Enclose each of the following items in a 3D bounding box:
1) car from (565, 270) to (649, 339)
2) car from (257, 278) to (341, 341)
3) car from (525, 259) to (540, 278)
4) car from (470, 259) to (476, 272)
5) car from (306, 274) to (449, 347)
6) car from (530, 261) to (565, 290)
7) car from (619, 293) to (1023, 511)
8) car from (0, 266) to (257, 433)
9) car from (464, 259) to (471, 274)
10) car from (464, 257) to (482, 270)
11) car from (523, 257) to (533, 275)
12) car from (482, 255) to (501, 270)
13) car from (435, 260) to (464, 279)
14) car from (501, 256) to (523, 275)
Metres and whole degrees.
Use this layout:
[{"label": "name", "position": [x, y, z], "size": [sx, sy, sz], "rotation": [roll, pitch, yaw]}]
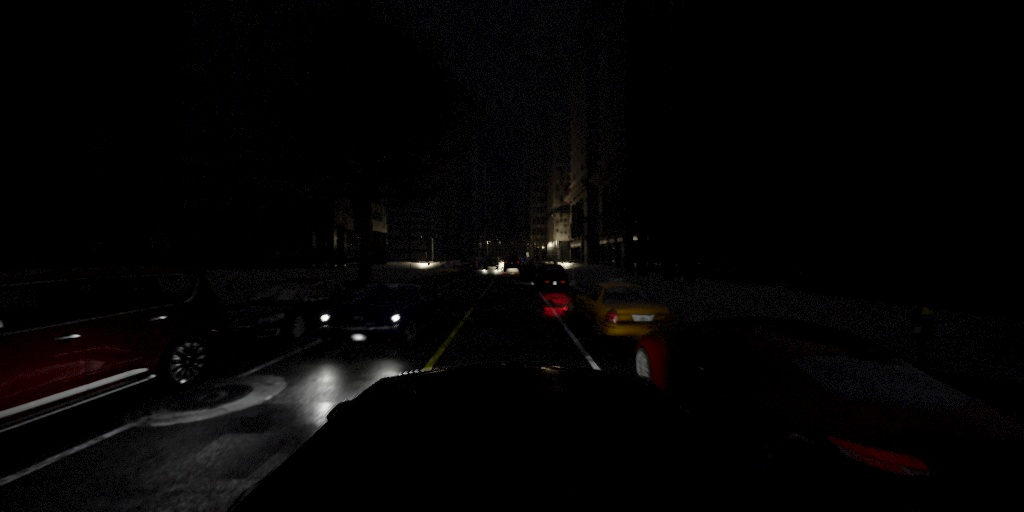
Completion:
[{"label": "car", "position": [2.762, 1.269, 9.849], "size": [1.751, 1.417, 4.829], "rotation": [0, 0, 0]}, {"label": "car", "position": [-5.763, 1.295, 9.671], "size": [2.007, 1.370, 4.403], "rotation": [0, 0, 0]}, {"label": "car", "position": [2.759, 1.280, 38.067], "size": [2.007, 1.370, 4.403], "rotation": [0, 0, 0]}, {"label": "car", "position": [-5.767, 1.310, 43.735], "size": [1.802, 1.307, 4.207], "rotation": [0, 0, 0]}, {"label": "car", "position": [-3.101, 1.345, 9.476], "size": [1.895, 1.301, 4.718], "rotation": [0, 0, 0]}, {"label": "car", "position": [2.353, 1.241, 22.090], "size": [1.837, 1.490, 4.892], "rotation": [0, 0, 0]}, {"label": "car", "position": [2.762, 1.330, 4.002], "size": [1.802, 1.307, 4.207], "rotation": [0, 0, 0]}, {"label": "car", "position": [-5.763, 1.063, 3.994], "size": [2.192, 1.841, 5.009], "rotation": [0, 0, 0]}, {"label": "car", "position": [-5.766, 1.312, 38.058], "size": [1.802, 1.307, 4.207], "rotation": [0, 0, 0]}, {"label": "car", "position": [-5.767, 1.041, 49.412], "size": [2.192, 1.841, 5.009], "rotation": [0, 0, 0]}, {"label": "car", "position": [2.758, 1.168, 43.744], "size": [1.967, 1.591, 4.097], "rotation": [0, 0, 0]}, {"label": "car", "position": [-3.049, 0.941, 53.188], "size": [2.150, 2.045, 5.566], "rotation": [0, 0, 1]}, {"label": "car", "position": [-5.766, 1.258, 32.210], "size": [1.751, 1.417, 4.829], "rotation": [0, 0, 0]}, {"label": "car", "position": [0.039, 0.950, 46.697], "size": [2.150, 2.045, 5.566], "rotation": [0, 0, 1]}]
